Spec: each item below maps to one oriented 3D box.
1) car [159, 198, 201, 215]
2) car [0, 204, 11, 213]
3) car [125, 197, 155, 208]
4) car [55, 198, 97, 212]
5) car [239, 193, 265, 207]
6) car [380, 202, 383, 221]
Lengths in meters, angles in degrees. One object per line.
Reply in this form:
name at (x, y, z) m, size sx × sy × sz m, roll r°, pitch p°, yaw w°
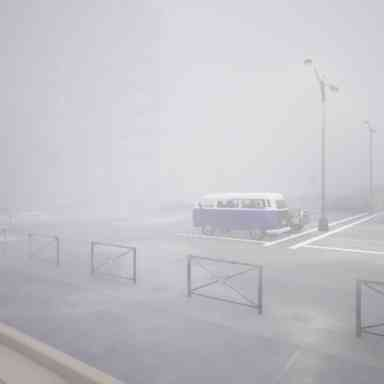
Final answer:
car at (-1.424, 1.538, 36.546) m, size 1.895 × 1.301 × 4.718 m, roll 0°, pitch 0°, yaw 36°
car at (-19.376, 1.482, 29.908) m, size 2.033 × 1.411 × 5.357 m, roll 0°, pitch 0°, yaw 36°
car at (-7.246, 1.426, 46.758) m, size 2.128 × 1.511 × 4.902 m, roll 0°, pitch 0°, yaw 36°
car at (-13.319, 1.412, 38.325) m, size 1.882 × 1.535 × 5.008 m, roll 0°, pitch 0°, yaw 36°
car at (10.795, 1.441, 59.537) m, size 1.837 × 1.490 × 4.892 m, roll 0°, pitch 0°, yaw 36°
car at (17.299, 1.153, 25.445) m, size 4.605 × 1.855 × 1.932 m, roll 0°, pitch 0°, yaw 36°
